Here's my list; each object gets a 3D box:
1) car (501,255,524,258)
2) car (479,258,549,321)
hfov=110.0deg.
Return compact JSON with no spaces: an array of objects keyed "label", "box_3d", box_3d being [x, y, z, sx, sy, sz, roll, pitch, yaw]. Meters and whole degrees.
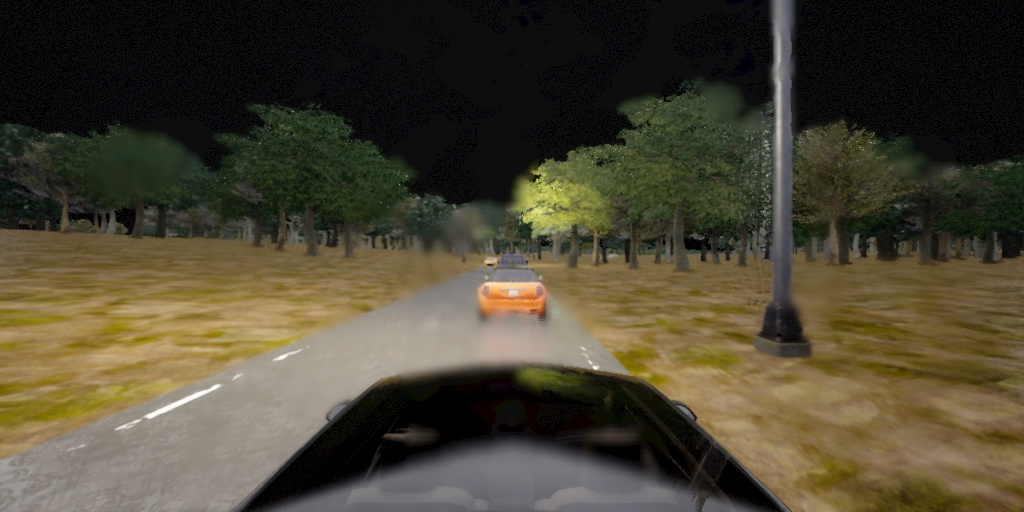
[{"label":"car","box_3d":[0.061,0.917,26.900,2.150,2.045,5.566,0,0,0]},{"label":"car","box_3d":[0.066,1.078,12.458,2.097,1.767,4.553,0,0,0]}]
